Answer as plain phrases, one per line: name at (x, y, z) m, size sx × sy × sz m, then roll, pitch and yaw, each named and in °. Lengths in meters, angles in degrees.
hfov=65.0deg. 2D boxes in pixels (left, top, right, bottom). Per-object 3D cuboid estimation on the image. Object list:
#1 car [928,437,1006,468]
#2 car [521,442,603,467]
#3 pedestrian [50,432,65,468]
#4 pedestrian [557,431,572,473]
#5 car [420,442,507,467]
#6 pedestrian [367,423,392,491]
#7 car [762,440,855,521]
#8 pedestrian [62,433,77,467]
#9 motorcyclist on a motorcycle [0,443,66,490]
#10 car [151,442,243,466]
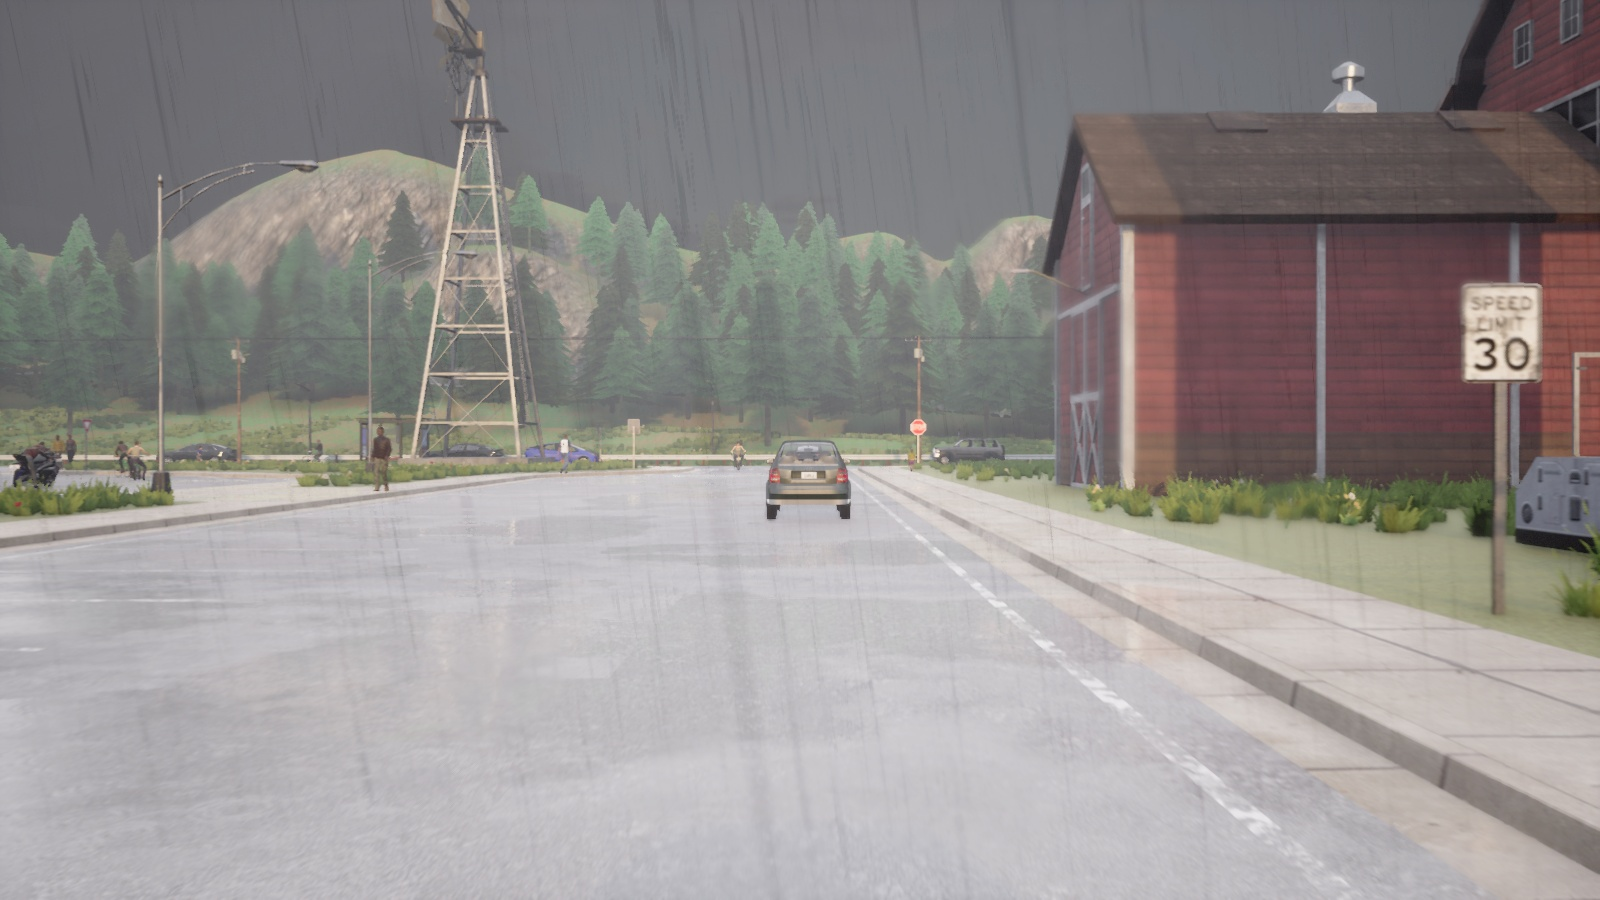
car at (10.425, 0.131, 78.647) m, size 4.605 × 1.855 × 1.932 m, roll 1°, pitch 0°, yaw 2°
car at (-14.309, 0.255, 75.734) m, size 4.514 × 1.525 × 2.007 m, roll 0°, pitch 0°, yaw 1°
pedestrian at (-38.316, 0.005, 64.836) m, size 0.370 × 1.835 × 0.726 m, roll 0°, pitch 0°, yaw -5°
pedestrian at (-10.410, 0.081, 55.501) m, size 0.354 × 1.836 × 0.706 m, roll 0°, pitch 0°, yaw 21°
car at (-21.241, 0.259, 79.400) m, size 5.008 × 1.535 × 1.882 m, roll 0°, pitch 0°, yaw 1°
pedestrian at (-11.492, 0.199, 34.348) m, size 0.431 × 1.840 × 0.703 m, roll 0°, pitch 0°, yaw 1°
car at (0.172, 0.579, 25.964) m, size 1.789 × 1.549 × 3.705 m, roll 0°, pitch 0°, yaw 0°
pedestrian at (-38.447, -0.002, 66.114) m, size 0.328 × 1.805 × 0.869 m, roll 0°, pitch 0°, yaw -6°
motorcyclist on a motorcycle at (-25.605, 0.524, 41.971) m, size 0.866 × 1.530 × 2.191 m, roll 0°, pitch 0°, yaw 1°
car at (-38.203, 0.272, 79.631) m, size 4.892 × 1.490 × 1.837 m, roll 0°, pitch 0°, yaw -3°
